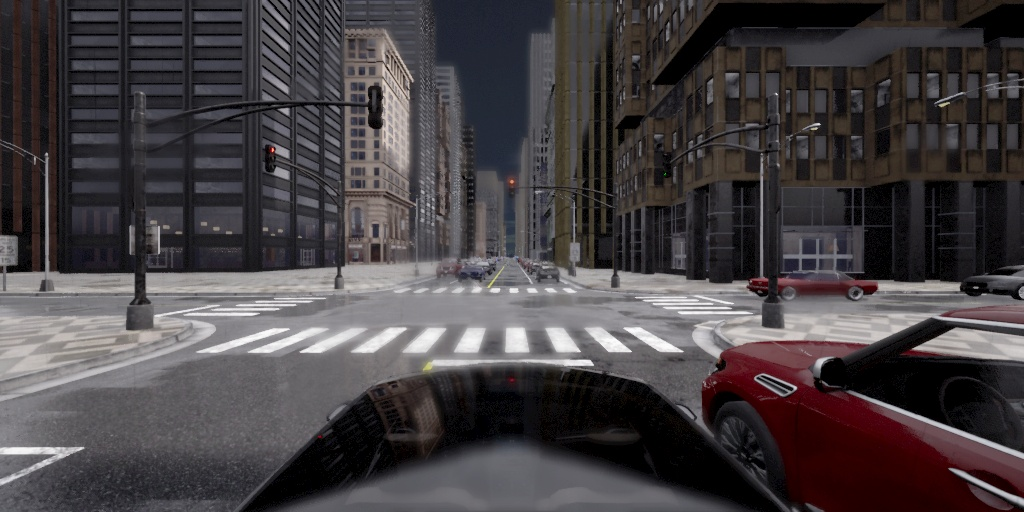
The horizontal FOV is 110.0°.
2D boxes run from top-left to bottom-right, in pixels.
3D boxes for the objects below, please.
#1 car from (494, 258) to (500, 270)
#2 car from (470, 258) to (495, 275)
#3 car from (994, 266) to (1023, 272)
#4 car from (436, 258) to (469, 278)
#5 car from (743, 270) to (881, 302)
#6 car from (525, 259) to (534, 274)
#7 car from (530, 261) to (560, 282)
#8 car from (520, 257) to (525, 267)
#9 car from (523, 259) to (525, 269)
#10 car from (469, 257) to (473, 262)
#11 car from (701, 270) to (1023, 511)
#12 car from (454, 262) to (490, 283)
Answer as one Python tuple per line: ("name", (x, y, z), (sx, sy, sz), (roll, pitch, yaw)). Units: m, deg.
("car", (-3.083, 1.304, 48.806), (2.033, 1.411, 5.357), (0, 0, 0))
("car", (-3.093, 1.279, 38.437), (1.812, 1.442, 4.674), (0, 0, 0))
("car", (23.668, 1.196, 16.434), (4.892, 1.490, 1.837), (0, 0, 0))
("car", (-5.756, 1.067, 33.844), (2.192, 1.841, 5.009), (0, 0, 0))
("car", (13.522, 1.314, 16.386), (4.718, 1.301, 1.895), (0, 0, 0))
("car", (2.770, 1.304, 39.493), (2.007, 1.370, 4.403), (0, 0, 0))
("car", (2.768, 1.302, 28.211), (2.007, 1.370, 4.403), (0, 0, 0))
("car", (2.774, 1.199, 56.414), (1.967, 1.591, 4.097), (0, 0, 0))
("car", (2.772, 1.300, 45.133), (1.888, 1.381, 4.507), (0, 0, 0))
("car", (-5.755, 1.193, 39.486), (1.967, 1.591, 4.097), (0, 0, 0))
("car", (2.763, 1.065, 1.238), (2.192, 1.841, 5.009), (0, 0, 0))
("car", (-3.094, 1.352, 28.469), (1.895, 1.301, 4.718), (0, 0, 0))
